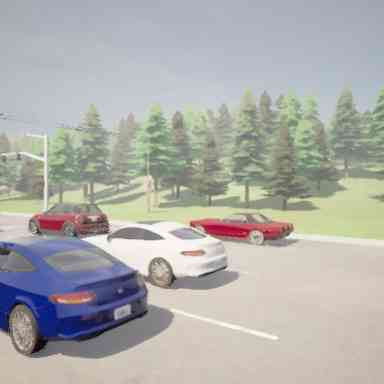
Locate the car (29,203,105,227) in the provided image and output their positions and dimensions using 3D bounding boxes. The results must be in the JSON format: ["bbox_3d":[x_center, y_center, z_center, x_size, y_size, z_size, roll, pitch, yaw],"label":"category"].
[{"bbox_3d":[-6.415,1.331,17.162,4.553,1.767,2.097,0,0,36],"label":"car"}]

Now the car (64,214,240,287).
[{"bbox_3d":[-1.263,1.517,9.184,4.674,1.442,1.812,0,0,36],"label":"car"}]

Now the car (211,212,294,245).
[{"bbox_3d":[2.102,1.590,15.389,4.718,1.301,1.895,0,0,35],"label":"car"}]

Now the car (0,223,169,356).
[{"bbox_3d":[-2.849,1.518,6.019,4.674,1.442,1.812,0,0,36],"label":"car"}]
